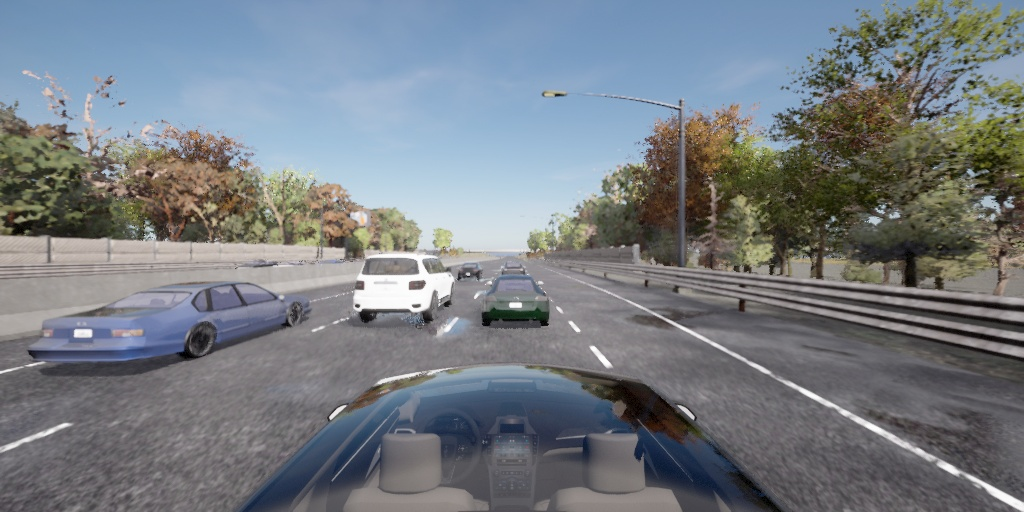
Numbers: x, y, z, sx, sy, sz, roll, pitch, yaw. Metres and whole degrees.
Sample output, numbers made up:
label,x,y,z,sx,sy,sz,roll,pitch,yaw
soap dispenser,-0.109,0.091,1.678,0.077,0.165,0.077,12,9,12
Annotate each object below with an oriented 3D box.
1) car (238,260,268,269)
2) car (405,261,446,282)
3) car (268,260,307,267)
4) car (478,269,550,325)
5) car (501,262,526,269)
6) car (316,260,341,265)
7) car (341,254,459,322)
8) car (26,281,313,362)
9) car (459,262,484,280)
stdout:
label,x,y,z,sx,sy,sz,roll,pitch,yaw
car,-28.082,1.194,39.857,2.128,1.511,4.902,0,0,0
car,-6.898,1.203,29.015,2.128,1.511,4.902,0,0,0
car,-24.585,1.303,40.258,1.895,1.301,4.718,0,0,0
car,0.101,1.297,11.713,1.994,1.385,4.181,0,0,0
car,0.103,1.203,29.017,2.128,1.511,4.902,0,0,0
car,-21.080,1.179,41.533,1.882,1.535,5.008,0,0,0
car,-3.398,0.954,12.332,2.150,2.045,5.566,0,0,0
car,-6.898,1.286,8.276,2.033,1.411,5.357,0,0,0
car,-3.413,1.236,30.105,1.812,1.442,4.674,0,0,0
